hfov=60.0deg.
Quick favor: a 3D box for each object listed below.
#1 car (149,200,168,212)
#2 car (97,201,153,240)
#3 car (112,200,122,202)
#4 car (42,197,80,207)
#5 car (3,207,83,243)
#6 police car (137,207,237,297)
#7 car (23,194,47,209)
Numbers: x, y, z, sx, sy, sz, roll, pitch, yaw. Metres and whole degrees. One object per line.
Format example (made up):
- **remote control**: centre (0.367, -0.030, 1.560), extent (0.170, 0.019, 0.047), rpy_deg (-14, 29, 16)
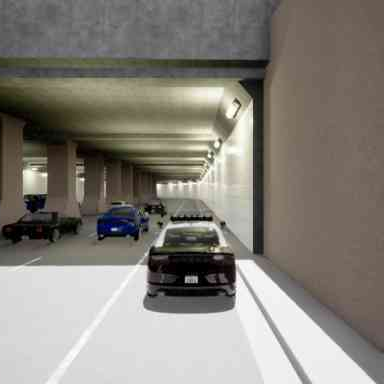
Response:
- **car**: centre (-3.376, 1.493, 31.251), extent (2.128, 1.511, 4.902), rpy_deg (0, 0, 0)
- **car**: centre (-3.369, 1.477, 17.002), extent (1.882, 1.535, 5.008), rpy_deg (0, 0, 1)
- **car**: centre (-6.871, 1.525, 31.654), extent (1.812, 1.442, 4.674), rpy_deg (0, 0, 1)
- **car**: centre (-13.903, 1.548, 36.293), extent (2.033, 1.411, 5.357), rpy_deg (0, 0, 0)
- **car**: centre (-6.880, 1.601, 15.999), extent (1.895, 1.301, 4.718), rpy_deg (0, 0, 0)
- **police car**: centre (-0.012, 1.425, 8.760), extent (1.930, 1.638, 5.238), rpy_deg (0, 0, 0)
- **car**: centre (-17.403, 1.227, 36.254), extent (2.150, 2.045, 5.566), rpy_deg (0, 0, 0)
